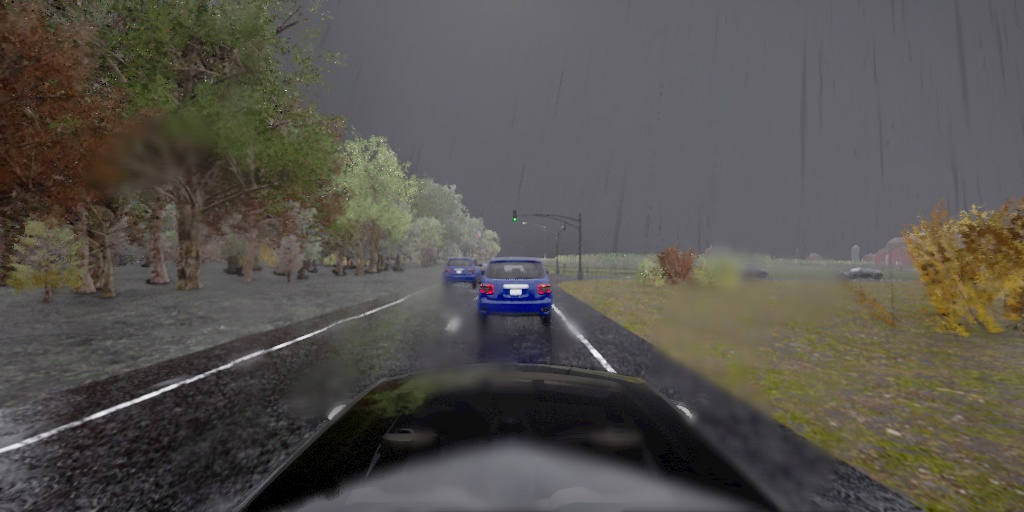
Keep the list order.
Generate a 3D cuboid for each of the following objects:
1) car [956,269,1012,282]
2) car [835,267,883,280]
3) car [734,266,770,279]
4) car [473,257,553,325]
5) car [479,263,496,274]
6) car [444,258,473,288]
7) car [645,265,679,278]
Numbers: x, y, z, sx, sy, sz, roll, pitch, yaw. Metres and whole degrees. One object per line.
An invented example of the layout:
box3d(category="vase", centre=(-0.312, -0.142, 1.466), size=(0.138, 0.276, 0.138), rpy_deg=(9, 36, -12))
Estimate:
box3d(category="car", centre=(51.030, 2.117, 38.632), size=(5.357, 1.411, 2.033), rpy_deg=(1, -1, 1))
box3d(category="car", centre=(40.943, 2.072, 42.299), size=(4.674, 1.442, 1.812), rpy_deg=(1, -1, 1))
box3d(category="car", centre=(27.798, 1.929, 42.365), size=(4.674, 1.442, 1.812), rpy_deg=(1, -1, 0))
box3d(category="car", centre=(0.102, 1.054, 12.276), size=(2.150, 2.045, 5.566), rpy_deg=(0, 0, 0))
box3d(category="car", centre=(-3.389, 1.654, 50.263), size=(2.033, 1.411, 5.357), rpy_deg=(0, 0, 0))
box3d(category="car", centre=(-3.395, 1.150, 25.681), size=(2.150, 2.045, 5.566), rpy_deg=(0, 0, 0))
box3d(category="car", centre=(17.708, 1.820, 42.451), size=(4.674, 1.442, 1.812), rpy_deg=(1, -1, 1))
